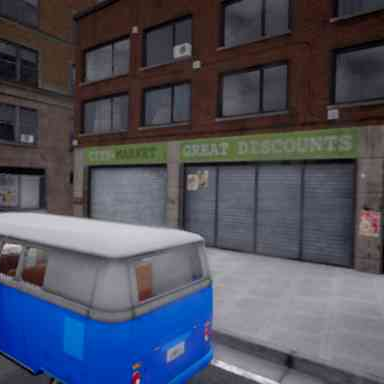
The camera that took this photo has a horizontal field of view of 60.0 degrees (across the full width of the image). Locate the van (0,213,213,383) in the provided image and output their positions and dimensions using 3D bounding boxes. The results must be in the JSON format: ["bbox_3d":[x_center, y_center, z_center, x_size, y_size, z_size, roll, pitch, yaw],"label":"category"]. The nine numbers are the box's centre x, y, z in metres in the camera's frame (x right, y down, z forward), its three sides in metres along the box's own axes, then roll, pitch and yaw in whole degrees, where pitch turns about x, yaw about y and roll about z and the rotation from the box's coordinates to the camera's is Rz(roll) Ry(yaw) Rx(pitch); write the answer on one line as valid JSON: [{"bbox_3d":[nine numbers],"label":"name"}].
[{"bbox_3d":[-1.655,1.239,4.263,3.998,1.788,1.690,2,1,36],"label":"van"}]
